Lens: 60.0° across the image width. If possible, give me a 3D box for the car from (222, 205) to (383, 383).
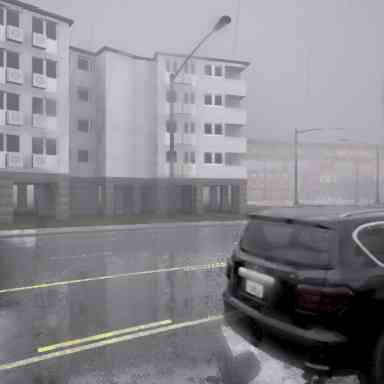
[{"bbox_3d":[3.126,1.224,5.171,5.566,2.045,2.150,0,0,-27],"label":"car"}]
